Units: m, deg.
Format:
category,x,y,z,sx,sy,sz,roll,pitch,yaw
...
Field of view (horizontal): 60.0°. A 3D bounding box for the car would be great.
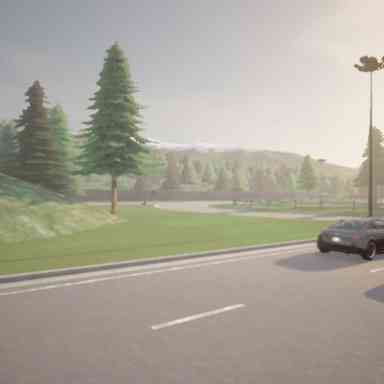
category,x,y,z,sx,sy,sz,roll,pitch,yaw
car,6.791,1.685,13.000,4.181,1.385,1.994,1,0,-35
